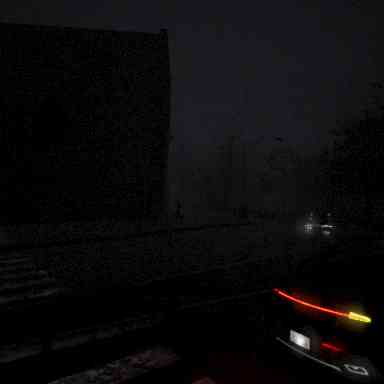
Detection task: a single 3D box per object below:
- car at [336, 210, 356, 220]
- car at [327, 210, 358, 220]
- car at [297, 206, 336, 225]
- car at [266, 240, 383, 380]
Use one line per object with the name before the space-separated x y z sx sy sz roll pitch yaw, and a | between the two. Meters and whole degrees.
car | 21.473 3.316 48.448 5.008 1.535 1.882 4 -3 -25
car | 23.863 3.683 52.858 4.181 1.385 1.994 3 -2 -15
car | 11.616 2.092 31.871 2.097 1.767 4.553 3 -2 3
car | 3.386 1.524 5.223 4.892 1.490 1.837 0 0 -30
